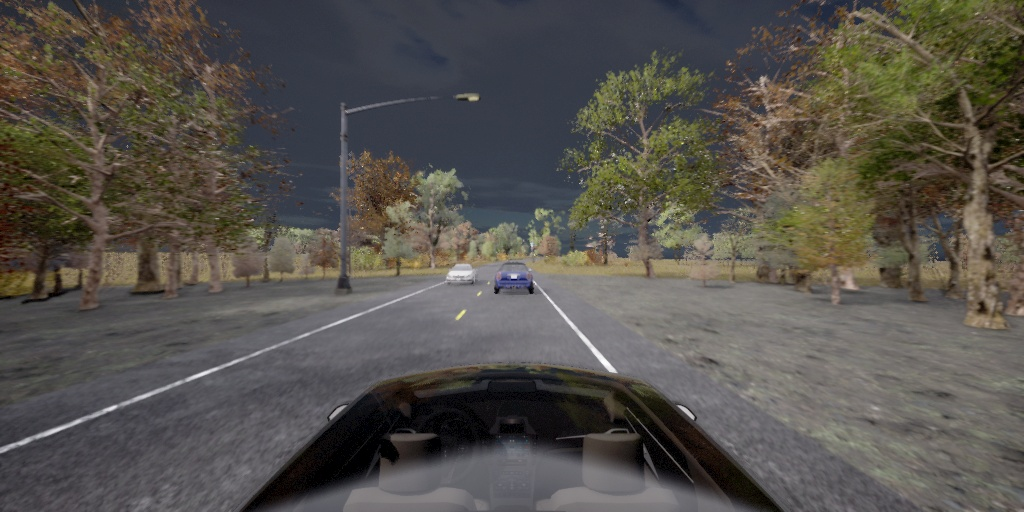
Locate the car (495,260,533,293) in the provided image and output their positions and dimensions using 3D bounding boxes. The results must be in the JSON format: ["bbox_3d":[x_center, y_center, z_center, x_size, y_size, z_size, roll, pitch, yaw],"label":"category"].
[{"bbox_3d":[0.103,1.136,21.168,2.097,1.767,4.553,0,0,0],"label":"car"}]

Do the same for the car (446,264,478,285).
[{"bbox_3d":[-3.580,1.319,26.333,1.812,1.442,4.674,0,0,0],"label":"car"}]
